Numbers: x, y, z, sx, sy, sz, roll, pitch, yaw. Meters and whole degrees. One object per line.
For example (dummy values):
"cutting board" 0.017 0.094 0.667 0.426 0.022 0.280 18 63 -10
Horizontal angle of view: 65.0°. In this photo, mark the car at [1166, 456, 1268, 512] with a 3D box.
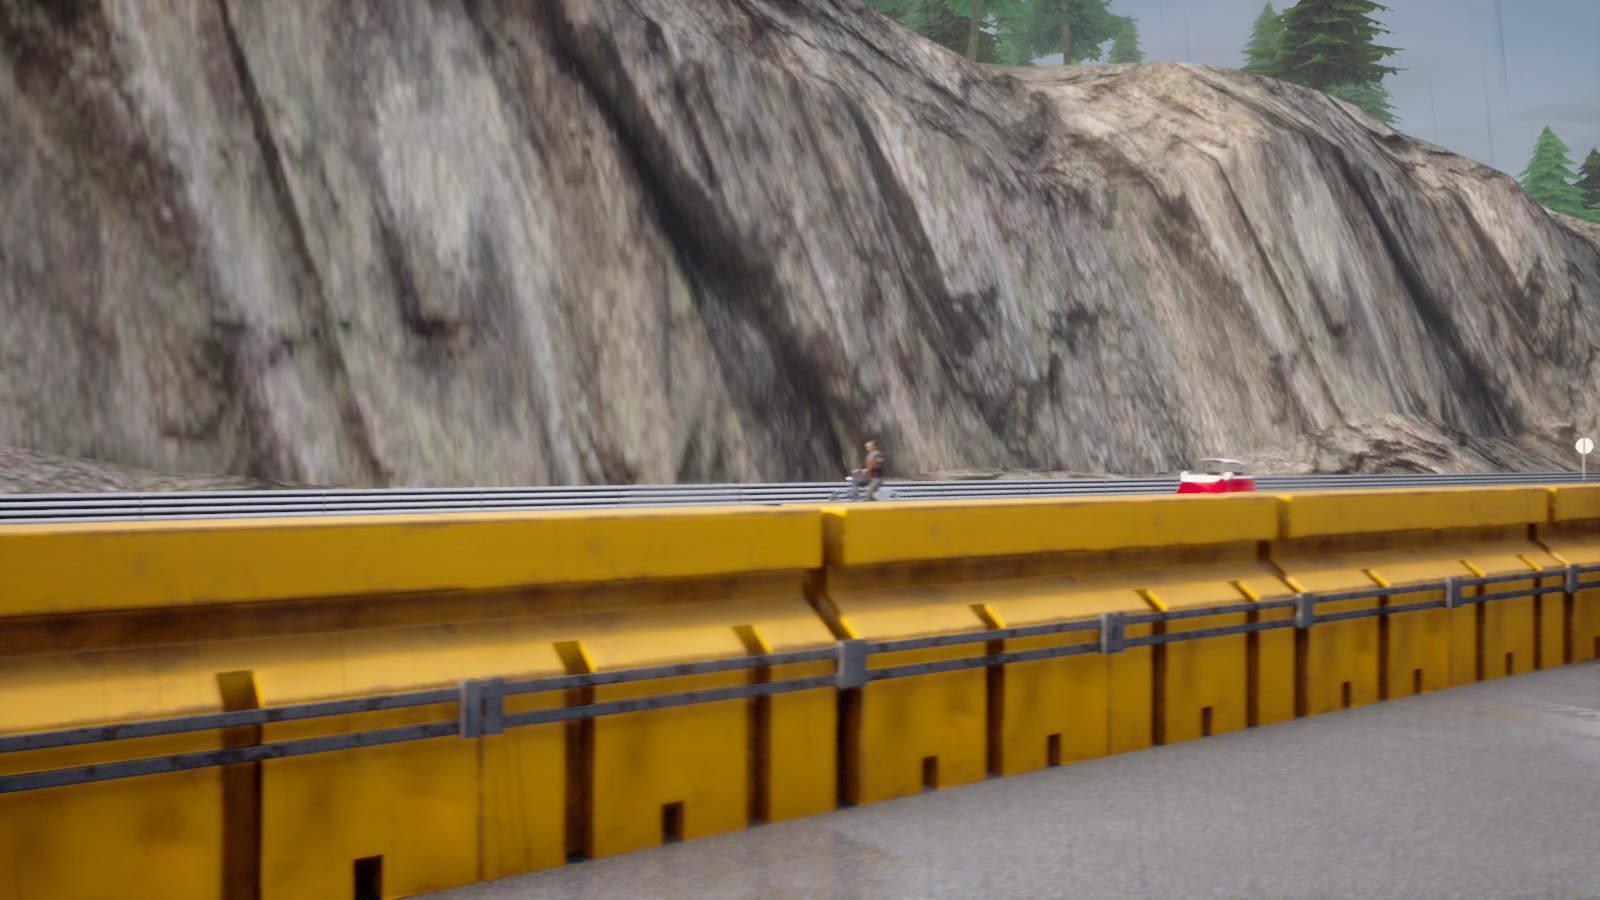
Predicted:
"car" 10.784 0.856 32.493 2.207 1.376 1.481 0 0 -35

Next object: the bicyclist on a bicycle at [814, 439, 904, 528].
"bicyclist on a bicycle" 1.226 0.676 25.838 1.843 1.776 0.659 0 0 -35
